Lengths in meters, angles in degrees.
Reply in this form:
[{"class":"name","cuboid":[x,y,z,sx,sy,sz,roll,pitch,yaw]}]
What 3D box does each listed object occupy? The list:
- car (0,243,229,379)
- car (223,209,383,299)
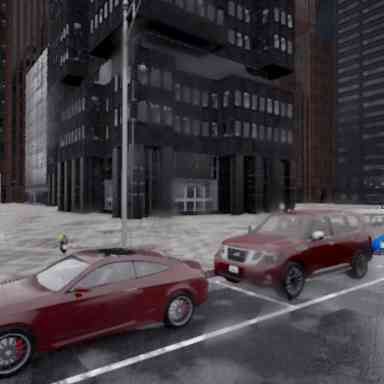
[{"class":"car","cuboid":[-1.593,1.638,5.527,4.206,1.307,1.802,1,-1,-37]},{"class":"car","cuboid":[2.943,1.431,8.946,5.009,1.841,2.192,1,-1,-37]}]
